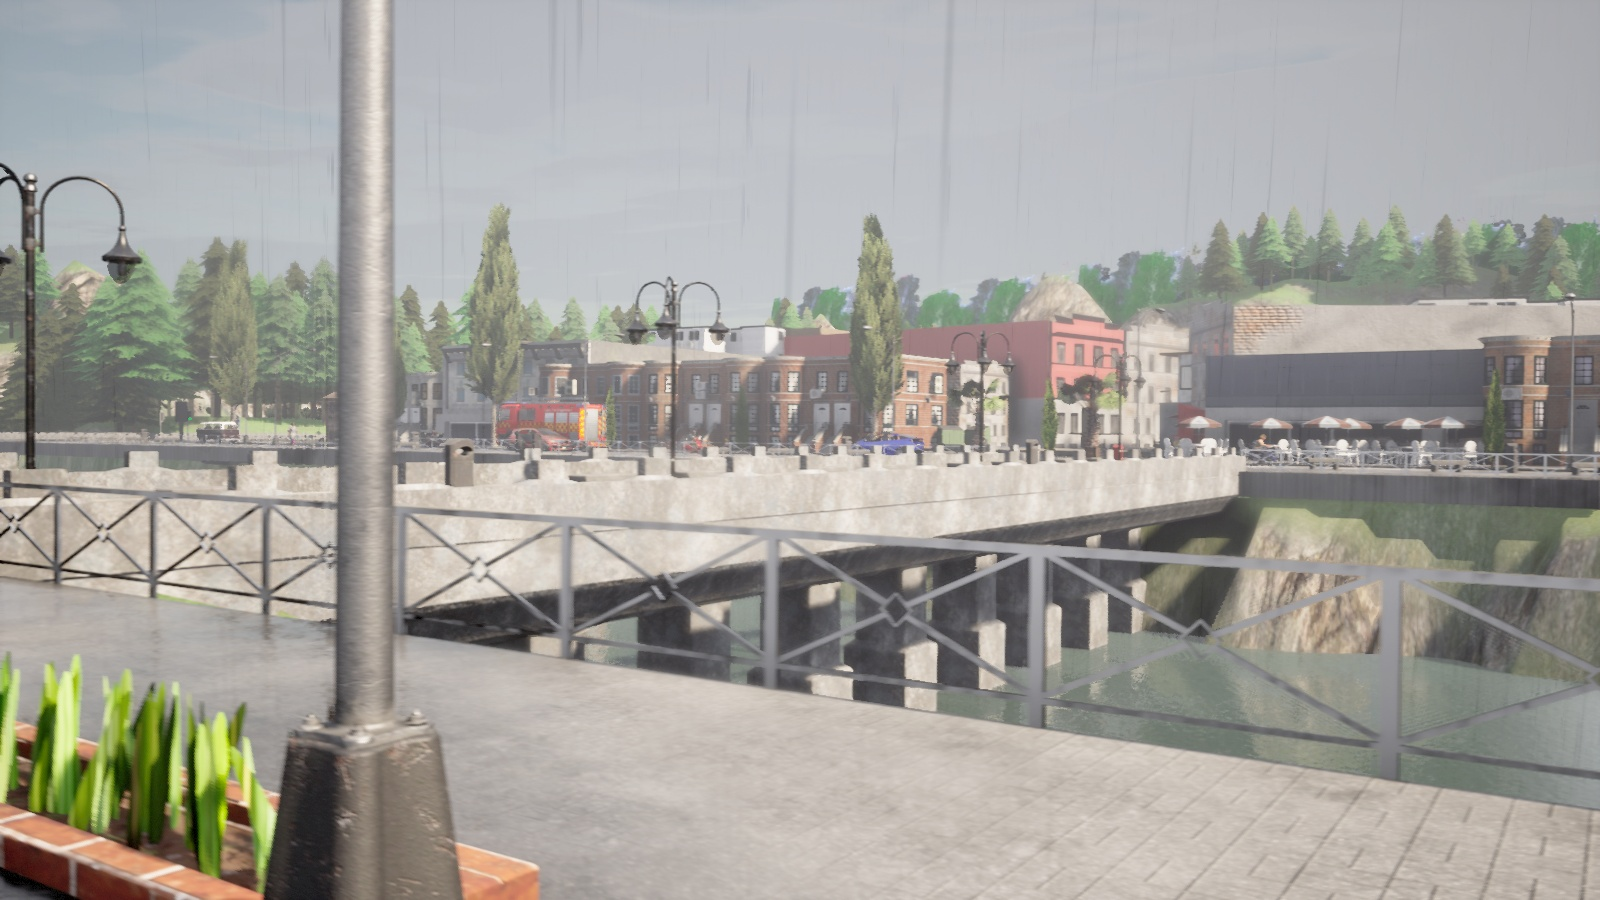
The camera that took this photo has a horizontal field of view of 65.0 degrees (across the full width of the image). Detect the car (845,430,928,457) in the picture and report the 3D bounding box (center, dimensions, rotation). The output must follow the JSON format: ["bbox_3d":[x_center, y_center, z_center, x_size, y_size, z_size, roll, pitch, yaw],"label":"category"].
[{"bbox_3d":[5.152,-0.390,74.836,4.514,1.525,2.007,0,1,34],"label":"car"}]

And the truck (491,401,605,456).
[{"bbox_3d":[-18.162,-1.501,90.295,8.468,3.827,2.891,0,1,34],"label":"truck"}]

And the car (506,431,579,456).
[{"bbox_3d":[-17.448,-0.427,85.040,4.611,1.667,2.242,0,1,34],"label":"car"}]
